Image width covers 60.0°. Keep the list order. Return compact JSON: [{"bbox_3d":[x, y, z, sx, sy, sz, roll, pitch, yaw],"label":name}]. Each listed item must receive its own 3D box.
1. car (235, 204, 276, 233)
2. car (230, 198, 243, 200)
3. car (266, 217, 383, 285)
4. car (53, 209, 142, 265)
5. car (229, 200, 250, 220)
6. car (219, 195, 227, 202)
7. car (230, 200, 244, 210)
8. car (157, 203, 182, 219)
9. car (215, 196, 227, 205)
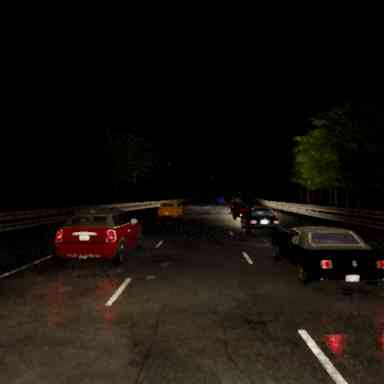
[{"bbox_3d":[4.050,1.683,20.339,2.033,1.411,5.357,0,-1,3],"label":"car"},{"bbox_3d":[5.759,1.895,41.800,1.882,1.535,5.008,0,-1,6],"label":"car"},{"bbox_3d":[3.628,1.645,9.607,1.895,1.301,4.718,0,0,1],"label":"car"},{"bbox_3d":[-3.159,1.407,12.070,2.097,1.767,4.553,0,0,2],"label":"car"},{"bbox_3d":[4.760,1.753,31.082,1.882,1.535,5.008,0,-1,5],"label":"car"},{"bbox_3d":[8.639,1.784,92.091,2.128,1.511,4.902,0,2,7],"label":"car"},{"bbox_3d":[7.044,2.050,52.508,2.128,1.511,4.902,0,-1,7],"label":"car"},{"bbox_3d":[-2.056,1.758,31.915,1.882,1.535,5.008,0,-1,4],"label":"car"},{"bbox_3d":[6.163,1.991,73.473,1.882,1.535,5.008,0,0,7],"label":"car"}]
